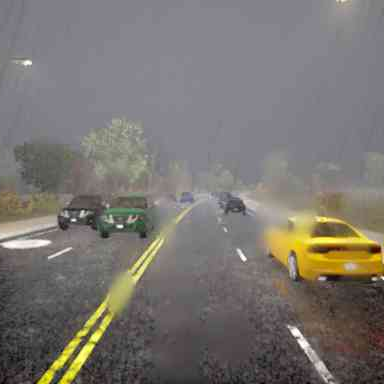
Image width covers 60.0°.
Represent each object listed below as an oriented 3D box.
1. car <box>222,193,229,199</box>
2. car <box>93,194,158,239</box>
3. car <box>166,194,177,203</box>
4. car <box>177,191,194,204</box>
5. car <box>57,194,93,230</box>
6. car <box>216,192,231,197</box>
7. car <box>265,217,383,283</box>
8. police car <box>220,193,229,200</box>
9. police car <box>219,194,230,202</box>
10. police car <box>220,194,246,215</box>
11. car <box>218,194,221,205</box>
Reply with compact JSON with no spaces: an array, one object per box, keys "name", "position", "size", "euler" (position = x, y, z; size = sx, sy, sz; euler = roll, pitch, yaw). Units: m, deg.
[{"name":"car","position":[8.647,0.987,86.086],"size":[1.837,1.490,4.892],"euler":[0,1,7]},{"name":"car","position":[-3.098,1.152,17.386],"size":[2.150,2.045,5.566],"euler":[0,0,2]},{"name":"car","position":[-3.691,1.202,62.459],"size":[1.812,1.442,4.674],"euler":[0,0,6]},{"name":"car","position":[-0.827,0.927,58.097],"size":[2.150,2.045,5.566],"euler":[0,0,5]},{"name":"car","position":[-6.260,1.137,20.568],"size":[2.150,2.045,5.566],"euler":[0,0,2]},{"name":"car","position":[5.357,0.953,53.505],"size":[2.150,2.045,5.566],"euler":[0,0,4]},{"name":"car","position":[3.449,1.445,9.637],"size":[1.882,1.535,5.008],"euler":[0,0,1]},{"name":"police car","position":[7.393,0.999,75.342],"size":[1.930,1.638,5.238],"euler":[0,0,6]},{"name":"police car","position":[6.284,1.162,64.364],"size":[2.038,1.542,4.974],"euler":[0,0,5]},{"name":"police car","position":[4.009,1.288,31.778],"size":[1.930,1.638,5.238],"euler":[0,0,3]},{"name":"car","position":[4.594,1.364,42.578],"size":[1.994,1.385,4.181],"euler":[0,0,4]}]
